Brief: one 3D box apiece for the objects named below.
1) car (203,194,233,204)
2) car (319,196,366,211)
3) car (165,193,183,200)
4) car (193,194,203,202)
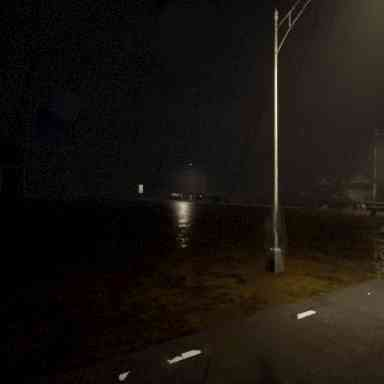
[{"bbox_3d":[4.423,1.062,53.129,1.837,1.490,4.892,2,0,-35],"label":"car"},{"bbox_3d":[16.331,1.282,36.298,1.837,1.490,4.892,2,0,-35],"label":"car"},{"bbox_3d":[-4.001,0.948,71.225,1.895,1.301,4.718,2,-1,-35],"label":"car"},{"bbox_3d":[2.039,1.091,62.698,1.837,1.490,4.892,2,-1,-35],"label":"car"}]
